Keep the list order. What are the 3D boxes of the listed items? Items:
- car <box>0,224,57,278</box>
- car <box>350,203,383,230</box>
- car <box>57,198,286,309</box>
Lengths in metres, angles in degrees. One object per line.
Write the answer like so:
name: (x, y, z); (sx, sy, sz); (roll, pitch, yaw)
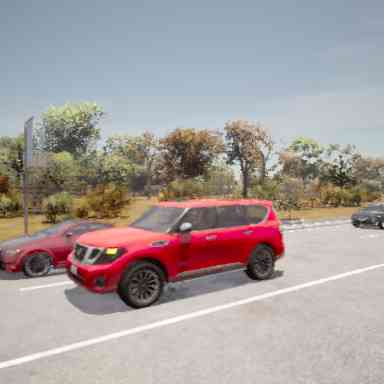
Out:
car: (-3.522, 1.533, 10.072); (4.181, 1.385, 1.994); (0, 0, -35)
car: (11.969, 1.460, 21.025); (4.892, 1.490, 1.837); (1, 0, -35)
car: (-0.086, 1.199, 8.222); (5.566, 2.045, 2.150); (0, 0, -35)
